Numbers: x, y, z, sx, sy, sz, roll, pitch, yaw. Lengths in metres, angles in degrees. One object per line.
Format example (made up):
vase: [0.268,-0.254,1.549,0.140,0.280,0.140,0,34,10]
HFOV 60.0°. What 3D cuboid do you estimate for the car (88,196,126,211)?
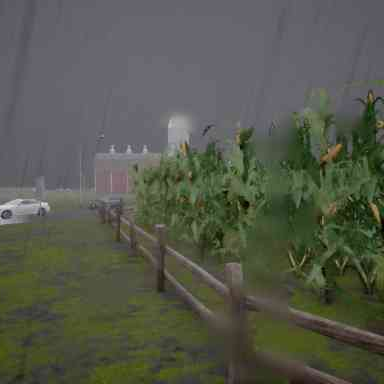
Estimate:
car: [-8.833,1.158,34.710,1.994,1.385,4.181,-1,1,29]

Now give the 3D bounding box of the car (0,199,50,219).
car: [-13.663,1.283,26.491,1.812,1.442,4.674,-1,1,31]
